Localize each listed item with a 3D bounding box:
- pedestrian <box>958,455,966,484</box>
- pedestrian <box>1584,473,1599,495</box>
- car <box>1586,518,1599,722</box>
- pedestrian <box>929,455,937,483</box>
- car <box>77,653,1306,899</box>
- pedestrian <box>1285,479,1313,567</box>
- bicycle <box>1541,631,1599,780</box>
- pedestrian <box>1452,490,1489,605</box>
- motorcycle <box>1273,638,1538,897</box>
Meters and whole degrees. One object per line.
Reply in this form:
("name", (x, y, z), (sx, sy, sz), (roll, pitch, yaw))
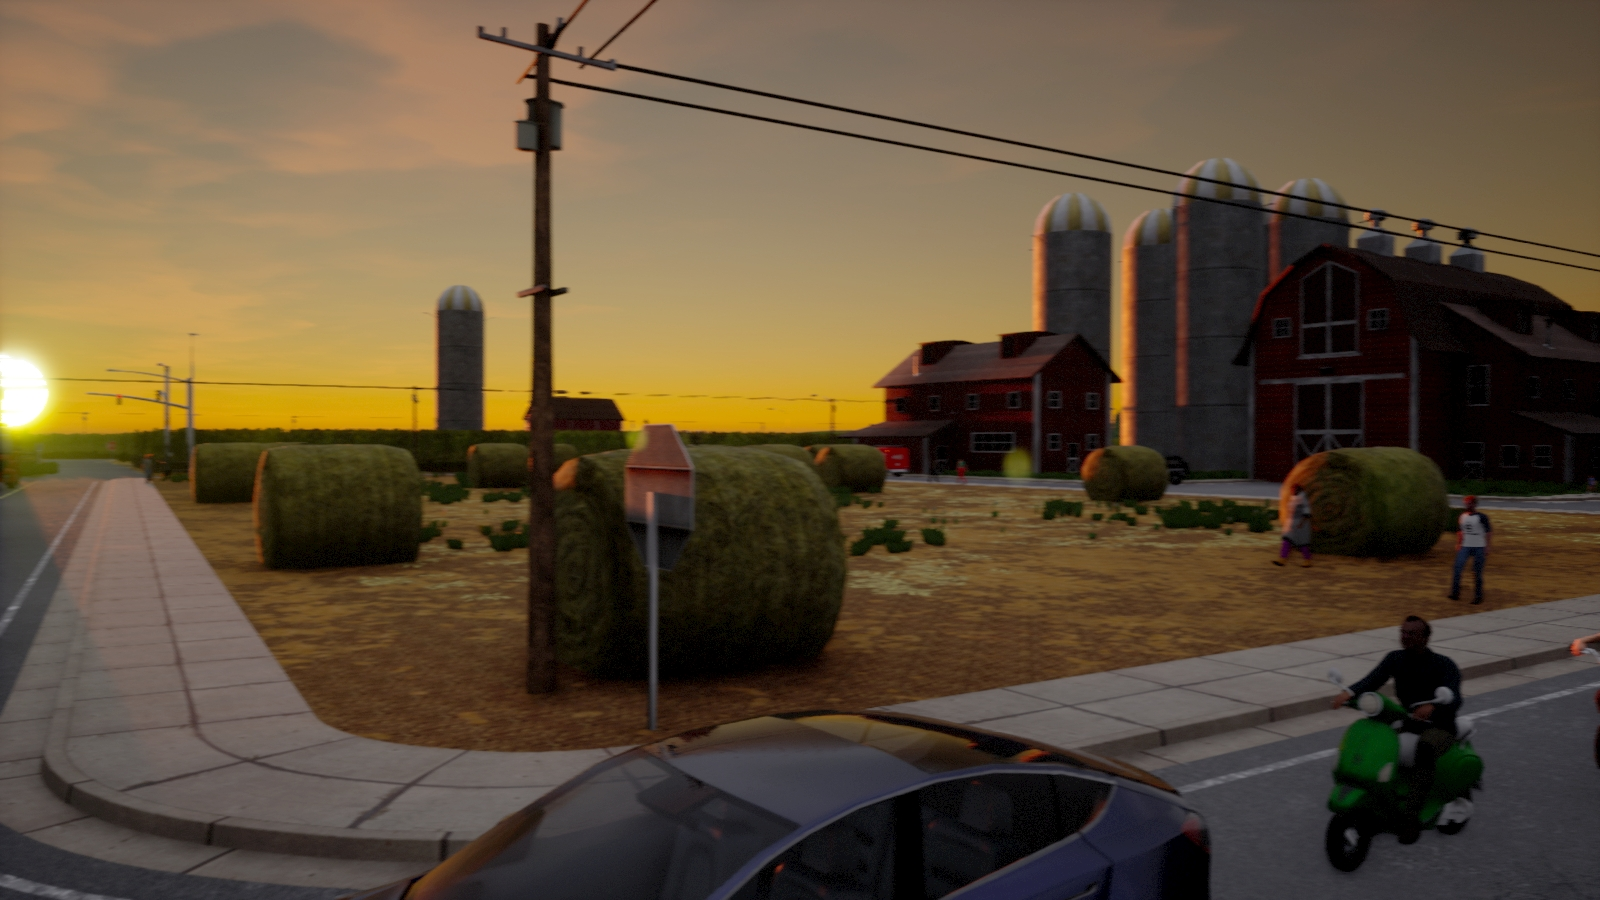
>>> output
("pedestrian", (10.448, 1.262, 73.741), (0.375, 1.860, 0.375), (0, 0, -35))
("pedestrian", (40.400, 1.712, 58.267), (0.500, 1.100, 0.500), (0, 0, -23))
("car", (10.942, 1.734, 12.368), (5.566, 2.045, 2.150), (0, 0, -35))
("pedestrian", (8.873, 1.243, 76.147), (0.375, 1.860, 0.375), (0, 0, 42))
("car", (-0.201, 2.021, 4.891), (4.792, 1.488, 2.163), (0, 0, -35))
("pedestrian", (10.713, 1.558, 24.529), (0.375, 1.860, 0.375), (0, 0, -17))
("bicycle", (7.291, 2.212, 9.970), (1.487, 1.080, 0.859), (0, 0, -34))
("pedestrian", (11.104, 1.605, 18.924), (0.375, 1.860, 0.375), (0, 0, -31))
("motorcycle", (4.210, 2.100, 7.916), (1.805, 1.316, 0.856), (0, 0, -33))
